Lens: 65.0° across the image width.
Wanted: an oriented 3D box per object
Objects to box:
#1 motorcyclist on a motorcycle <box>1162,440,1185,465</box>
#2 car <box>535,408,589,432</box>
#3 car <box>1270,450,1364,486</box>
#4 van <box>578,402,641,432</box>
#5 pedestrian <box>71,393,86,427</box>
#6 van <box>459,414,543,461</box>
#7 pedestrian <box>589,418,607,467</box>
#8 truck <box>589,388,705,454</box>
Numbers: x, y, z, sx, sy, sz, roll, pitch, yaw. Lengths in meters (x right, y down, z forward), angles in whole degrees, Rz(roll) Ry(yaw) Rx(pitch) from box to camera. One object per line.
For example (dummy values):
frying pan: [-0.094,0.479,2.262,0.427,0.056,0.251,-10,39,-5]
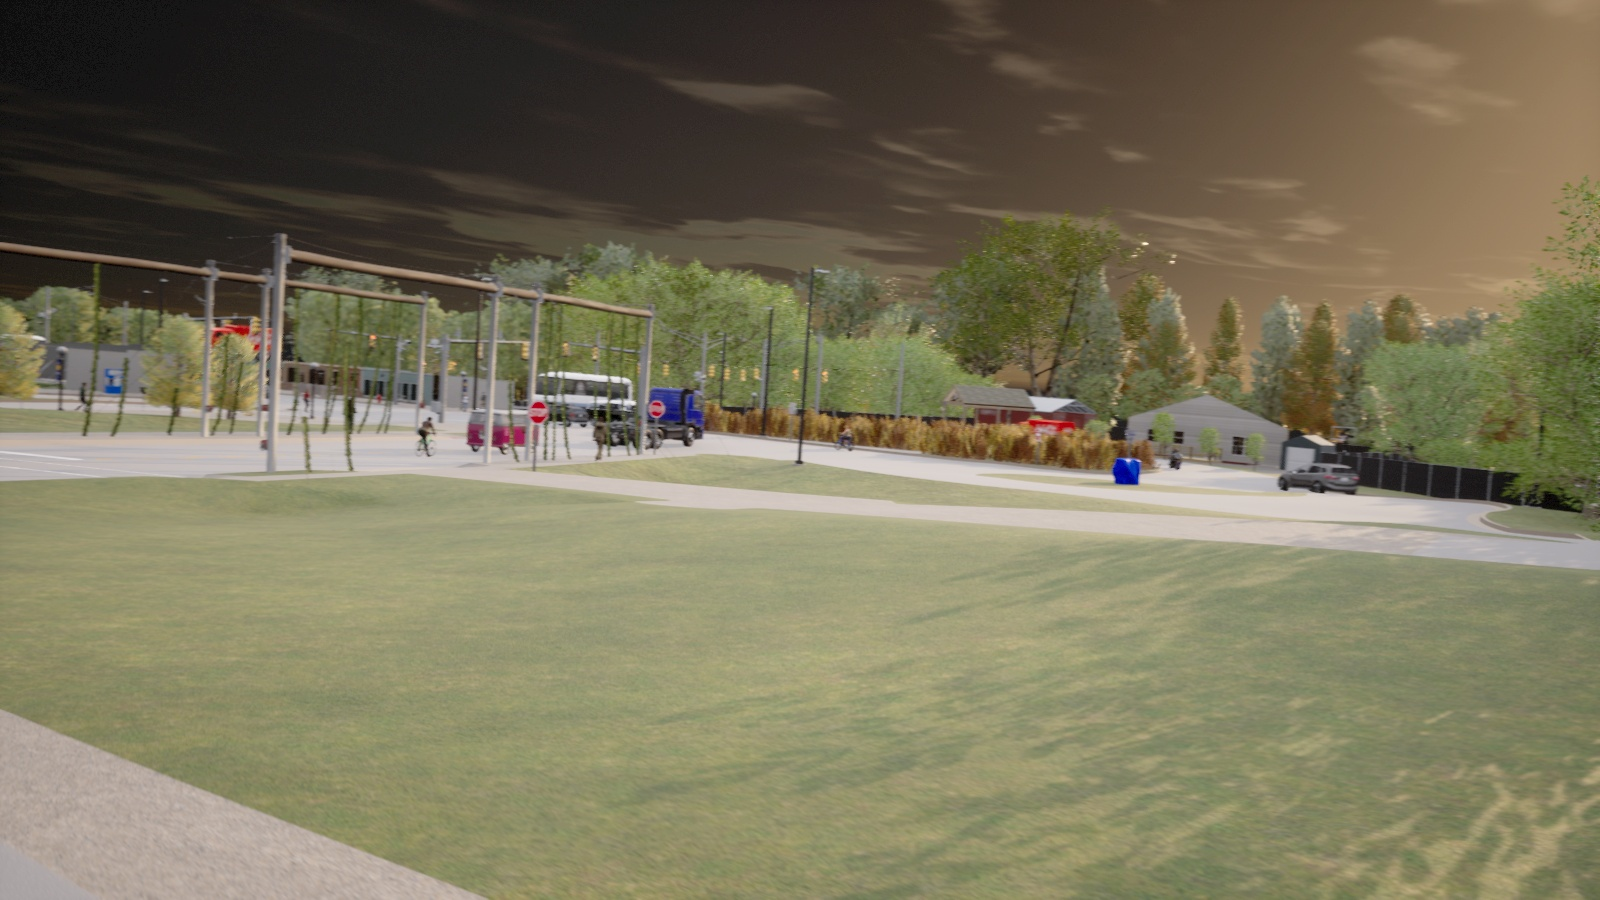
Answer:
motorcyclist on a motorcycle: [25.216,0.174,84.782,0.866,1.530,2.191,2,3,0]
car: [-17.056,-2.142,89.923,3.705,1.549,1.789,4,3,39]
car: [27.782,0.946,67.668,2.242,1.667,4.611,2,1,-15]
van: [-13.994,-2.410,92.159,4.480,2.038,2.069,3,3,40]
pedestrian: [-39.863,-2.226,69.421,0.353,1.847,0.614,6,5,39]
van: [-13.661,-0.619,57.642,1.775,1.987,4.442,4,2,14]
pedestrian: [-8.188,-0.324,50.959,0.396,1.930,0.692,4,4,15]
truck: [-8.679,-1.786,72.482,2.891,3.462,7.936,4,4,23]
